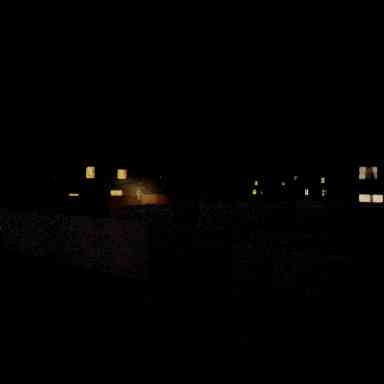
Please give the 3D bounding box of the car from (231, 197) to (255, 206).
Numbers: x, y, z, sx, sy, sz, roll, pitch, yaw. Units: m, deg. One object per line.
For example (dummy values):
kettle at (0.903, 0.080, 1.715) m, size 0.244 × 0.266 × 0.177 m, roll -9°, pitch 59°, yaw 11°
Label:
car at (5.468, 1.599, 39.170) m, size 1.994 × 1.385 × 4.181 m, roll 2°, pitch 1°, yaw 29°

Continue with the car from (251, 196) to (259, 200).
car at (10.904, 1.527, 59.551) m, size 1.812 × 1.442 × 4.674 m, roll 1°, pitch 0°, yaw 2°
